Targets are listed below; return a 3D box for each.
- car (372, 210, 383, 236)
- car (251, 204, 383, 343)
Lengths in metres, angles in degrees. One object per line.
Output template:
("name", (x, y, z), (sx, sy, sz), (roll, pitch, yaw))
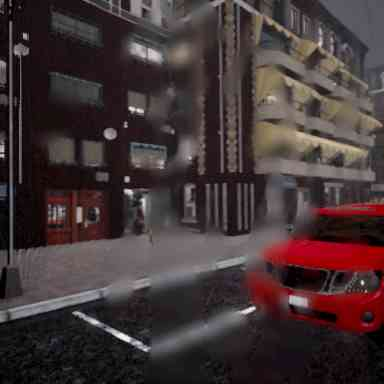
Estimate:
("car", (12.326, 1.739, 19.432), (4.403, 1.369, 2.008), (0, -1, -45))
("car", (3.490, 1.308, 7.059), (2.150, 2.045, 5.566), (-2, -1, 43))
